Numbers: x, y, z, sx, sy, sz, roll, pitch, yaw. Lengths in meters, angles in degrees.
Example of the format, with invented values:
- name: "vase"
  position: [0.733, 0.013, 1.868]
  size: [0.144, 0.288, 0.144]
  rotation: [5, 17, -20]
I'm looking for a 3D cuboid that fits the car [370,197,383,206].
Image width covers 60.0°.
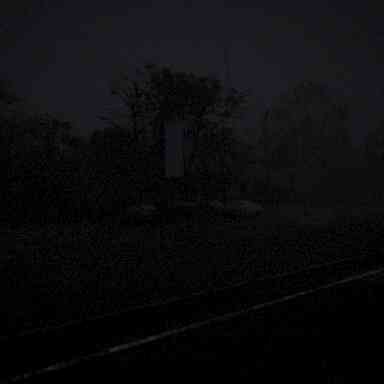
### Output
- name: "car"
  position: [27.398, 1.203, 46.086]
  size: [2.097, 1.535, 5.008]
  rotation: [0, 0, -35]

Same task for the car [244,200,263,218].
- name: "car"
  position: [4.204, 1.449, 29.552]
  size: [2.002, 1.452, 4.674]
  rotation: [-1, 0, -35]

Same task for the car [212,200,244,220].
- name: "car"
  position: [1.636, 1.432, 27.730]
  size: [2.097, 1.535, 5.008]
  rotation: [-1, 0, -35]

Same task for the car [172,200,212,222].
- name: "car"
  position: [-1.023, 1.457, 25.821]
  size: [2.231, 1.521, 4.892]
  rotation: [-1, 0, -36]

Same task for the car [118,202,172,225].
- name: "car"
  position: [-3.691, 1.521, 23.921]
  size: [2.002, 1.452, 4.674]
  rotation: [-1, 0, -35]
